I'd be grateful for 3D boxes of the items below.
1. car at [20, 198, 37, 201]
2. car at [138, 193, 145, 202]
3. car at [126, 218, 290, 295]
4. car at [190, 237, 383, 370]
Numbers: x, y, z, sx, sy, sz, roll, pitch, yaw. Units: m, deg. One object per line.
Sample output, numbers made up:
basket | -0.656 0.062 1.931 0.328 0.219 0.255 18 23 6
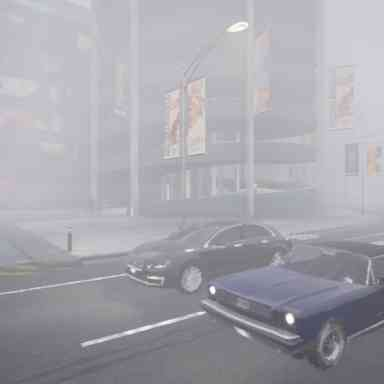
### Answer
car | -25.669 1.463 52.374 1.895 1.301 4.718 0 0 -36
car | -11.199 1.029 63.929 2.435 2.045 5.566 0 0 -36
car | 0.652 1.506 8.831 4.892 1.490 1.837 0 0 -36
car | 2.474 1.601 5.823 4.718 1.301 1.895 0 0 -36
